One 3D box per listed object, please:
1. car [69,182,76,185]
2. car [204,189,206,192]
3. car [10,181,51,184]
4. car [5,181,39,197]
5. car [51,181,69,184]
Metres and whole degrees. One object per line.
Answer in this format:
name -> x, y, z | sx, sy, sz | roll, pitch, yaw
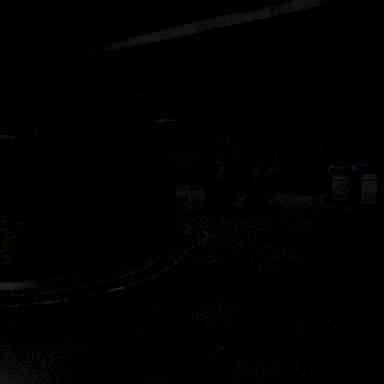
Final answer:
car -> -25.422, -1.282, 68.065 | 4.605, 1.855, 1.932 | 2, 2, 35
car -> 4.903, -0.325, 65.594 | 5.027, 1.636, 2.152 | 2, 2, 35
car -> -17.220, -0.177, 35.207 | 3.866, 1.878, 1.905 | 2, 2, 35
car -> -21.751, -0.462, 42.425 | 4.605, 1.855, 1.932 | 2, 2, 35
car -> -26.761, -1.255, 65.454 | 3.866, 1.878, 1.905 | 2, 2, 35
